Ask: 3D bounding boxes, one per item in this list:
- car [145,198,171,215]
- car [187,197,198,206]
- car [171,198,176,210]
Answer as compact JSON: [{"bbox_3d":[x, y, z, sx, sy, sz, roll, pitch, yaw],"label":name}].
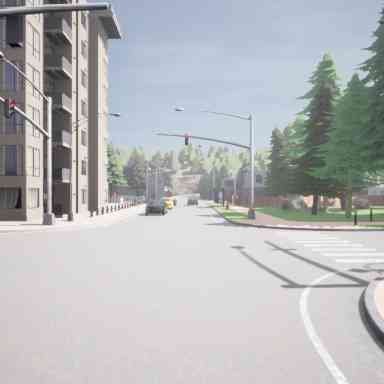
[{"bbox_3d":[-3.517,1.478,33.480,1.882,1.535,5.008,0,0,0],"label":"car"},{"bbox_3d":[0.140,1.547,55.665,2.033,1.411,5.357,0,0,0],"label":"car"},{"bbox_3d":[-3.483,1.478,43.441,1.882,1.535,5.008,0,0,0],"label":"car"}]
